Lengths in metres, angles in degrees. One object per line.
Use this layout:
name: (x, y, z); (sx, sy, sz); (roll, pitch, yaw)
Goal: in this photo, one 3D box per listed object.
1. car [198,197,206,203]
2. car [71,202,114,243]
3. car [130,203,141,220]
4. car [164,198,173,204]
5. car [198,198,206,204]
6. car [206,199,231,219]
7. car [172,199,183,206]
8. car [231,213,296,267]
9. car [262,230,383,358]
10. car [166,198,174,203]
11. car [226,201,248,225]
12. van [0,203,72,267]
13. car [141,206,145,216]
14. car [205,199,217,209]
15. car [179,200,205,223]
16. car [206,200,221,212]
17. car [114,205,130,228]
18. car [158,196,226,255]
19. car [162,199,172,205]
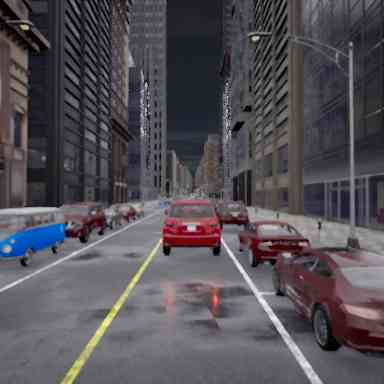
car: (2.596, 2.258, 90.353); (1.967, 1.590, 4.097); (1, -1, 0)
car: (-5.863, 1.477, 17.236); (2.192, 1.841, 5.009); (1, -1, 0)
car: (-5.875, 1.810, 28.483); (1.887, 1.381, 4.507); (1, -1, 0)
car: (-5.926, 2.291, 84.558); (1.752, 1.417, 4.829); (1, -1, 0)
car: (2.600, 2.312, 84.728); (1.887, 1.381, 4.507); (1, -1, 0)
car: (2.648, 1.631, 34.113); (2.192, 1.841, 5.009); (1, -1, 0)
car: (-3.064, 2.192, 70.982); (1.994, 1.385, 4.181); (0, -1, 0)
car: (2.665, 1.655, 11.614); (1.887, 1.381, 4.507); (1, -1, 0)
car: (2.670, 1.640, 5.989); (1.802, 1.307, 4.206); (1, -1, 0)
car: (-5.931, 2.368, 90.352); (2.008, 1.369, 4.403); (1, -1, 0)
car: (2.658, 1.529, 22.864); (2.192, 1.841, 5.009); (1, -1, 0)
van: (-5.858, 1.451, 11.611); (1.690, 1.788, 3.998); (1, -1, 0)
car: (-5.880, 1.839, 33.938); (1.752, 1.417, 4.829); (1, -1, 0)
car: (3.096, 2.004, 54.851); (1.837, 1.490, 4.892); (0, 0, 0)
car: (-0.025, 1.621, 29.066); (2.097, 1.767, 4.553); (0, -1, 0)
car: (3.102, 1.942, 47.851); (1.837, 1.490, 4.892); (0, 0, 0)
car: (-5.870, 1.765, 22.858); (2.008, 1.369, 4.403); (1, -1, 0)
car: (-0.012, 1.349, 14.003); (2.150, 2.045, 5.566); (0, 0, 0)
car: (-5.921, 2.282, 79.102); (1.947, 1.339, 4.313); (1, -1, 0)
